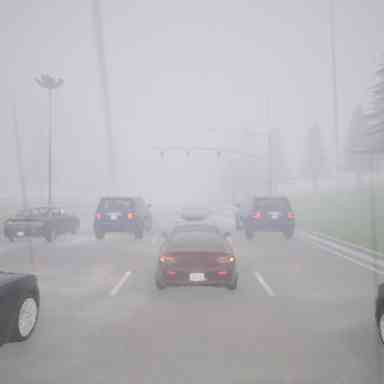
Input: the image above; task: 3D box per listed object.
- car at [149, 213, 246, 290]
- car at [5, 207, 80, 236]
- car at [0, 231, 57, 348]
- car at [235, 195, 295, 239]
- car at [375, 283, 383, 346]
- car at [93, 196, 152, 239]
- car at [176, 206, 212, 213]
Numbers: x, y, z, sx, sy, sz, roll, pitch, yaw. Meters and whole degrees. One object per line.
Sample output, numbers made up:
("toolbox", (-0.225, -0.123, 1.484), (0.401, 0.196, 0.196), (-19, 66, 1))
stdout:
("car", (0.101, 1.511, 8.883), (1.812, 1.442, 4.674), (0, 0, 0))
("car", (-6.898, 1.465, 15.834), (2.128, 1.511, 4.902), (0, 0, 0))
("car", (-3.401, 1.472, 3.419), (1.882, 1.535, 5.008), (0, -1, 0))
("car", (3.606, 1.191, 17.235), (2.150, 2.045, 5.566), (0, 0, 0))
("car", (3.599, 1.472, 2.848), (1.882, 1.535, 5.008), (0, 0, 0))
("car", (-3.402, 1.194, 17.210), (2.150, 2.045, 5.566), (0, 0, 0))
("car", (0.102, 1.496, 18.075), (1.812, 1.442, 4.674), (0, 0, 0))
